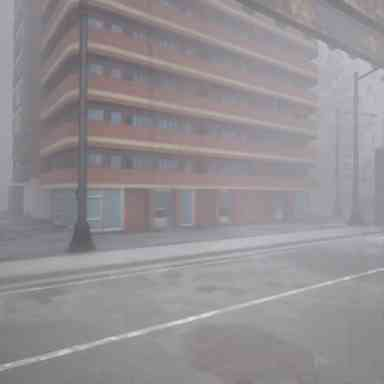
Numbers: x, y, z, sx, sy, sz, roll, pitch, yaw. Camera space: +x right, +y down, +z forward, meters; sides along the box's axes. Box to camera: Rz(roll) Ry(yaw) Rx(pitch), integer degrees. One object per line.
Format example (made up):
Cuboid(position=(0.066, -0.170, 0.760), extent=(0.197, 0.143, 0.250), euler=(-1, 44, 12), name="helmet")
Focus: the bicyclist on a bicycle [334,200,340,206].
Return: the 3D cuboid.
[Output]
Cuboid(position=(19.432, 1.605, 44.444), extent=(1.656, 1.620, 0.582), euler=(0, 0, -35), name="bicyclist on a bicycle")
